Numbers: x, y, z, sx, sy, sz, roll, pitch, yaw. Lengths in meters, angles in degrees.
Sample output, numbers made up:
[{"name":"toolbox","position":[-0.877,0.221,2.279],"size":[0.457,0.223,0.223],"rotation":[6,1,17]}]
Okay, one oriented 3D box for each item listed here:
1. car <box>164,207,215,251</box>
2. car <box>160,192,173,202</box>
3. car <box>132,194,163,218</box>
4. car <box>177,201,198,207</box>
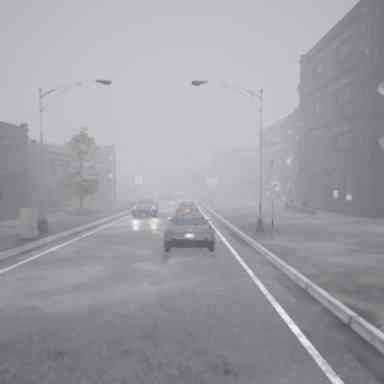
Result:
[{"name":"car","position":[-0.122,1.550,14.068],"size":[1.994,1.385,4.181],"rotation":[0,0,-1]},{"name":"car","position":[-5.686,0.982,71.233],"size":[2.150,2.045,5.566],"rotation":[-1,1,-17]},{"name":"car","position":[-4.095,1.329,30.003],"size":[2.097,1.767,4.553],"rotation":[0,0,-1]},{"name":"car","position":[-0.402,1.535,30.176],"size":[1.994,1.385,4.181],"rotation":[0,0,-1]}]
